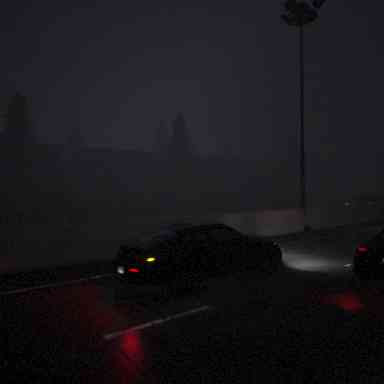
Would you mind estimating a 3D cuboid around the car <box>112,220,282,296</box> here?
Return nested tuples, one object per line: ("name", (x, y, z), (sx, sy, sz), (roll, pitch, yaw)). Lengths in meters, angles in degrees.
("car", (0.298, 1.458, 8.511), (4.674, 1.442, 1.812), (-1, 1, -37))

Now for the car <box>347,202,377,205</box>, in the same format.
("car", (15.296, 0.967, 29.235), (4.553, 1.767, 2.097), (-1, 1, -38))

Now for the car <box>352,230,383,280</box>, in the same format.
("car", (5.869, 1.439, 8.387), (4.181, 1.385, 1.994), (-1, 1, -37))
